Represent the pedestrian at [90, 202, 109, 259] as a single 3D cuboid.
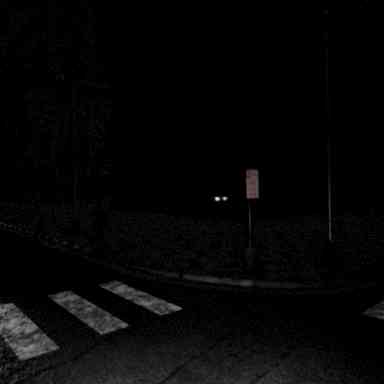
[{"bbox_3d":[-2.904,1.123,10.388,0.375,1.860,0.375,1,-1,-42],"label":"pedestrian"}]
